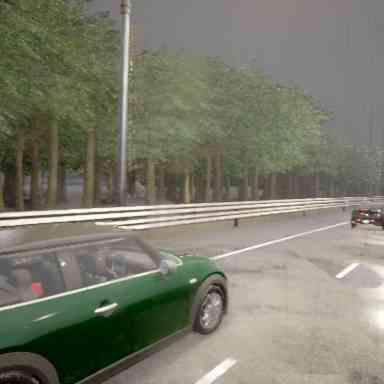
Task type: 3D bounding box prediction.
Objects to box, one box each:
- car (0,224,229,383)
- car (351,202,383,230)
[{"bbox_3d":[-1.349,1.216,4.417,2.097,1.767,4.553,2,1,37],"label":"car"},{"bbox_3d":[11.073,1.376,20.106,1.837,1.490,4.892,2,1,40],"label":"car"}]
